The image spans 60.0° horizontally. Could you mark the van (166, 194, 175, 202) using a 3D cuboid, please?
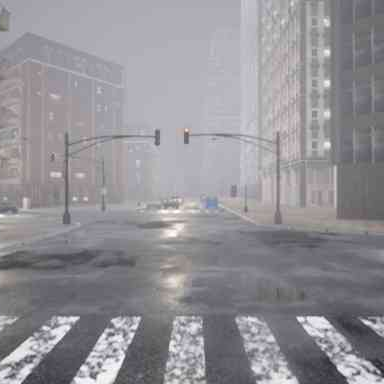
[{"bbox_3d":[-5.130,1.428,79.444,1.690,1.788,3.998,0,0,0],"label":"van"}]

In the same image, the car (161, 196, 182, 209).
[{"bbox_3d":[-2.725,1.618,45.259,1.895,1.301,4.718,0,0,0],"label":"car"}]

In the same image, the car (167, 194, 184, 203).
[{"bbox_3d":[-2.694,1.385,55.200,2.097,1.767,4.553,0,0,1],"label":"car"}]

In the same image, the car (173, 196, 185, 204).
[{"bbox_3d":[-2.603,1.551,68.065,2.128,1.511,4.902,0,0,0],"label":"car"}]

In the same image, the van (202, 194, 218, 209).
[{"bbox_3d":[2.674,1.359,46.112,1.690,1.788,3.998,0,0,0],"label":"van"}]

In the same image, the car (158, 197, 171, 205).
[{"bbox_3d":[-5.169,1.614,62.788,1.947,1.339,4.313,0,0,0],"label":"car"}]

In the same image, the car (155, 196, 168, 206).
[{"bbox_3d":[-5.181,1.477,57.236,1.967,1.590,4.097,0,0,0],"label":"car"}]

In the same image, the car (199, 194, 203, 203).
[{"bbox_3d":[2.724,1.605,68.321,1.887,1.381,4.507,0,0,0],"label":"car"}]

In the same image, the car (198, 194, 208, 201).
[{"bbox_3d":[2.761,1.418,84.980,2.192,1.841,5.009,0,0,0],"label":"car"}]

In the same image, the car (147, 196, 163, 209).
[{"bbox_3d":[-5.207,1.543,45.960,1.752,1.417,4.829,0,0,0],"label":"car"}]

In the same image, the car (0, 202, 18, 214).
[{"bbox_3d":[-21.062,1.768,36.839,4.718,1.301,1.895,-1,-1,41],"label":"car"}]
